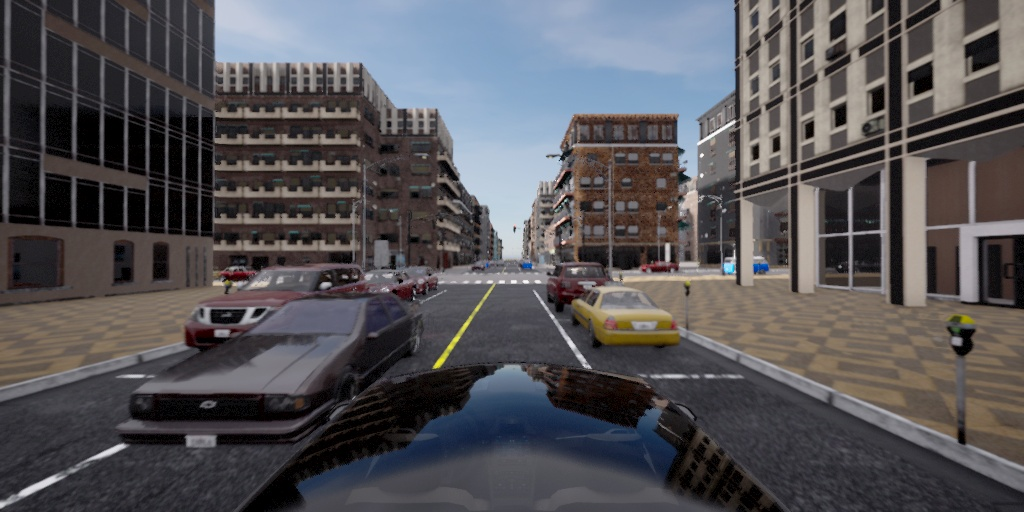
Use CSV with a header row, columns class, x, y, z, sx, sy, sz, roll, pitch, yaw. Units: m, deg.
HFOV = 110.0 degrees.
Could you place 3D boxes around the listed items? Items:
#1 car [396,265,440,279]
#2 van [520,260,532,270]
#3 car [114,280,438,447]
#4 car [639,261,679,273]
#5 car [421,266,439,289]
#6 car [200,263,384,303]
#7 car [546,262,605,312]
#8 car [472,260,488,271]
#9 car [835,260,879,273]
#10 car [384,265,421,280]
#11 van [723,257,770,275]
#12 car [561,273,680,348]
class,x,y,z,sx,sy,sz,roll,pitch,yaw
car,-9.827,1.661,37.751,4.181,1.385,1.994,-1,0,0
van,2.692,1.524,63.154,1.690,1.789,3.998,0,0,0
car,-2.850,1.329,5.951,2.033,1.411,5.357,0,0,0
car,17.598,1.332,43.074,4.507,1.381,1.888,0,0,0
car,-5.406,1.325,20.179,1.967,1.591,4.097,0,0,0
car,-5.316,1.119,9.088,2.192,1.841,5.009,0,0,0
car,2.565,1.160,14.636,2.192,1.841,5.009,0,0,0
car,-5.447,1.590,58.193,1.967,1.591,4.097,0,0,0
car,34.264,1.070,35.202,4.313,1.339,1.948,0,0,0
car,-5.316,1.285,14.635,1.967,1.591,4.097,0,0,0
van,22.960,1.000,35.196,3.998,1.789,1.690,0,0,0
car,2.565,1.330,9.258,1.751,1.417,4.829,0,0,0
